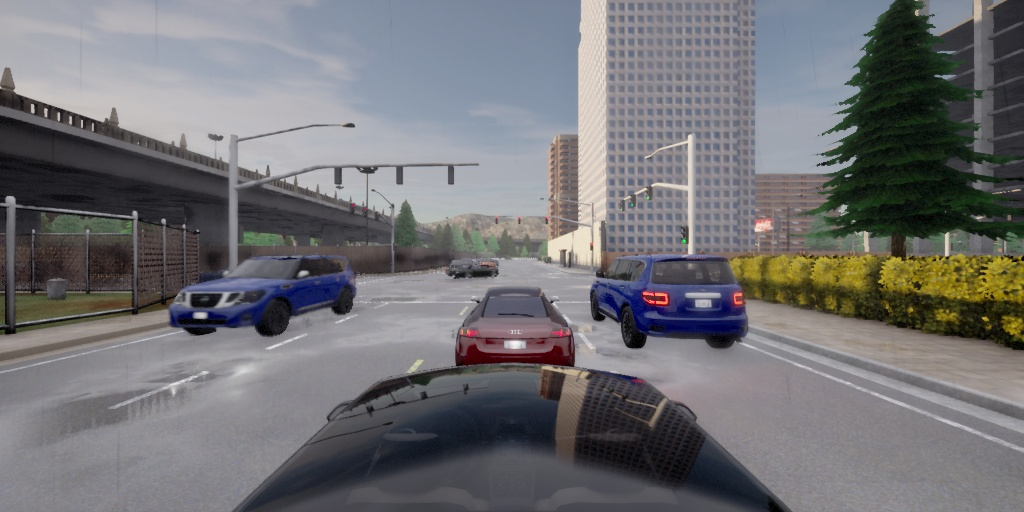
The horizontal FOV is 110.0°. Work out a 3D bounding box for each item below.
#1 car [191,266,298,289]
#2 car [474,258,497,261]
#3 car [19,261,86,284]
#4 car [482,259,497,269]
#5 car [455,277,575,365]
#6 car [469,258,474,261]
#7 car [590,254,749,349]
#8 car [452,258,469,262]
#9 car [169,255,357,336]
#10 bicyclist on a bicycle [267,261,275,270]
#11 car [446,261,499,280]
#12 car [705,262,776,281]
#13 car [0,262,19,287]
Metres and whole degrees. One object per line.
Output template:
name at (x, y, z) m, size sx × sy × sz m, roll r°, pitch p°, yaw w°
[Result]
car at (-17.129, 1.353, 23.171) m, size 5.357 × 1.411 × 2.033 m, roll 0°, pitch 0°, yaw 0°
car at (-3.597, 1.102, 49.816) m, size 2.097 × 1.767 × 4.553 m, roll 0°, pitch 0°, yaw 0°
car at (-34.617, 1.158, 26.634) m, size 4.553 × 1.767 × 2.097 m, roll 0°, pitch 0°, yaw 0°
car at (-3.595, 1.242, 58.888) m, size 2.128 × 1.511 × 4.902 m, roll 0°, pitch 0°, yaw 0°
car at (0.062, 1.314, 7.447) m, size 1.994 × 1.385 × 4.181 m, roll 0°, pitch 0°, yaw 0°
car at (-7.101, 1.102, 55.557) m, size 2.097 × 1.767 × 4.553 m, roll 0°, pitch 0°, yaw 0°
car at (3.567, 0.971, 9.313) m, size 2.150 × 2.045 × 5.566 m, roll 0°, pitch 0°, yaw 1°
car at (-7.103, 1.255, 46.673) m, size 1.837 × 1.490 × 4.892 m, roll 0°, pitch 0°, yaw 0°
car at (-6.788, 0.971, 10.748) m, size 2.150 × 2.045 × 5.566 m, roll 0°, pitch 0°, yaw 3°
bicyclist on a bicycle at (-25.305, 1.106, 37.634) m, size 0.582 × 1.620 × 1.656 m, roll 0°, pitch 0°, yaw 0°
car at (-3.386, 1.375, 31.519) m, size 1.895 × 1.301 × 4.718 m, roll 0°, pitch 0°, yaw 44°
car at (19.301, 1.310, 30.455) m, size 4.892 × 1.490 × 1.837 m, roll 0°, pitch 0°, yaw 0°
car at (-35.689, 1.312, 23.132) m, size 4.892 × 1.490 × 1.837 m, roll -1°, pitch 0°, yaw 0°
